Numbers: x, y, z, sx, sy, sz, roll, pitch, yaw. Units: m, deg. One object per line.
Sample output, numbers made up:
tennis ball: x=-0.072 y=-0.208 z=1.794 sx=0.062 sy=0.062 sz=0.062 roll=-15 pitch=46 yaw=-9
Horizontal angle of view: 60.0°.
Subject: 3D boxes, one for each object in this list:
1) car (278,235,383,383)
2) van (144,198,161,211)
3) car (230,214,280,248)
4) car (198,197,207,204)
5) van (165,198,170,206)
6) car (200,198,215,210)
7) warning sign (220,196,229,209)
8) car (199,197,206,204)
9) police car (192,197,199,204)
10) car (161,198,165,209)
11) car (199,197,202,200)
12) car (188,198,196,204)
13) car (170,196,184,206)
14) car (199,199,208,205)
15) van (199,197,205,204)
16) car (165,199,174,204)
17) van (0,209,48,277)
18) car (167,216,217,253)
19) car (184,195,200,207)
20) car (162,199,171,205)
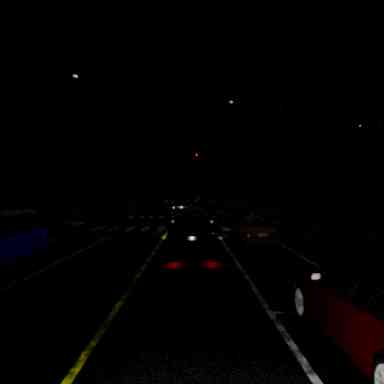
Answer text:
car: x=2.760 y=1.589 z=4.551 sx=1.887 sy=1.381 sz=4.507 roll=0 pitch=-1 yaw=0
van: x=-5.788 y=1.809 z=47.716 sx=1.690 sy=1.788 sz=3.998 roll=0 pitch=-1 yaw=0
car: x=2.764 y=1.672 z=15.301 sx=1.752 sy=1.417 sz=4.829 roll=0 pitch=-1 yaw=0
car: x=2.753 y=2.185 z=86.376 sx=2.192 sy=1.841 sz=5.009 roll=0 pitch=-1 yaw=0
van: x=-5.788 y=1.980 z=64.290 sx=1.690 sy=1.788 sz=3.998 roll=0 pitch=-1 yaw=0
car: x=2.768 y=2.069 z=53.223 sx=1.887 sy=1.381 sz=4.507 roll=0 pitch=-1 yaw=0
warning sign: x=5.062 y=1.625 z=51.842 sx=1.300 sy=1.860 sz=1.060 roll=0 pitch=0 yaw=0
car: x=2.765 y=2.126 z=58.748 sx=1.887 sy=1.381 sz=4.507 roll=0 pitch=-1 yaw=0
police car: x=0.884 y=2.354 z=91.950 sx=1.930 sy=1.638 sz=5.238 roll=0 pitch=-1 yaw=0
car: x=-5.787 y=2.069 z=53.239 sx=1.887 sy=1.381 sz=4.507 roll=0 pitch=-1 yaw=0
car: x=2.763 y=2.184 z=64.273 sx=1.887 sy=1.381 sz=4.507 roll=0 pitch=-1 yaw=0
car: x=-0.014 y=2.140 z=82.104 sx=1.837 sy=1.490 sz=4.892 roll=0 pitch=-1 yaw=0
car: x=-3.012 y=2.045 z=69.068 sx=2.097 sy=1.767 sz=4.553 roll=0 pitch=-1 yaw=0
car: x=2.756 y=2.357 z=80.848 sx=1.887 sy=1.381 sz=4.507 roll=0 pitch=-1 yaw=0
van: x=2.751 y=2.270 z=91.900 sx=1.690 sy=1.788 sz=3.998 roll=0 pitch=-1 yaw=0
car: x=-5.788 y=2.421 z=86.387 sx=2.008 sy=1.369 sz=4.403 roll=0 pitch=-1 yaw=0
van: x=-5.767 y=1.434 z=9.734 sx=1.690 sy=1.788 sz=3.998 roll=0 pitch=-1 yaw=0
car: x=0.014 y=1.702 z=14.316 sx=1.994 sy=1.385 sz=4.181 roll=0 pitch=0 yaw=0
car: x=-0.010 y=1.882 z=66.843 sx=2.150 sy=2.045 sz=5.566 roll=0 pitch=0 yaw=0
car: x=-5.788 y=2.337 z=75.337 sx=1.802 sy=1.307 sz=4.206 roll=0 pitch=-1 yaw=0
